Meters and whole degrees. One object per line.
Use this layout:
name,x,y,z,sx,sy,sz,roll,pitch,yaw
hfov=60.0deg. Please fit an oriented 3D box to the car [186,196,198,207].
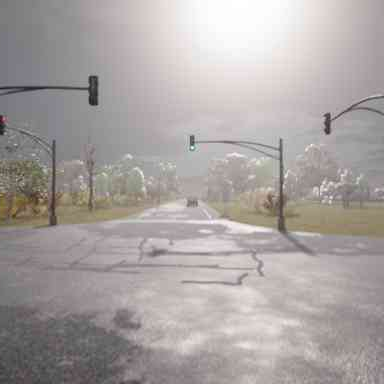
car,0.084,1.845,66.741,2.150,2.045,5.566,0,-1,0
